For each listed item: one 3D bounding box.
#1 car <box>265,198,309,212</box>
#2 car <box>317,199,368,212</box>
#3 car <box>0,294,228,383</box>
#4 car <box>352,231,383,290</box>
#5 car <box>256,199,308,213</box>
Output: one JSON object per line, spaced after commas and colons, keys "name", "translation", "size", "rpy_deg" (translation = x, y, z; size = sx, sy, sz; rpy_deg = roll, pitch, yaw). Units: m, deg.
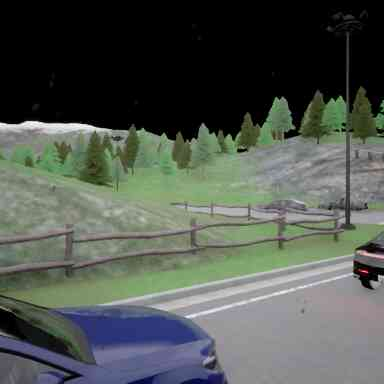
{"name": "car", "translation": [11.238, 1.525, 39.330], "size": [4.674, 1.442, 1.812], "rpy_deg": [0, 0, 35]}
{"name": "car", "translation": [17.629, 1.547, 39.011], "size": [5.357, 1.411, 2.033], "rpy_deg": [0, 0, 37]}
{"name": "car", "translation": [-1.852, 1.526, 2.454], "size": [4.674, 1.442, 1.812], "rpy_deg": [0, 0, -35]}
{"name": "car", "translation": [5.753, 1.491, 7.851], "size": [4.902, 1.511, 2.128], "rpy_deg": [0, 0, -35]}
{"name": "car", "translation": [9.664, 1.547, 36.224], "size": [5.357, 1.411, 2.033], "rpy_deg": [0, 0, 35]}
